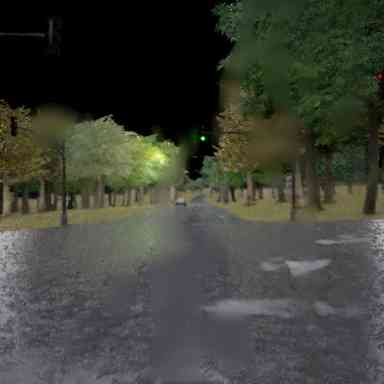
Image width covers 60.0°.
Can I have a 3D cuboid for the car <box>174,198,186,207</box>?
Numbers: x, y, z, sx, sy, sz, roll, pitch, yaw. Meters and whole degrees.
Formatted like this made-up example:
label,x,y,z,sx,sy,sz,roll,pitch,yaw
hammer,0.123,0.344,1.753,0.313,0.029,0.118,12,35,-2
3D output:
label,x,y,z,sx,sy,sz,roll,pitch,yaw
car,-2.032,1.799,59.050,1.882,1.535,5.008,0,0,1
